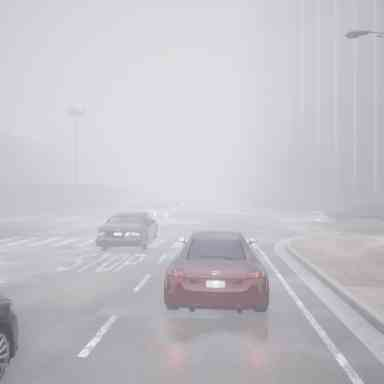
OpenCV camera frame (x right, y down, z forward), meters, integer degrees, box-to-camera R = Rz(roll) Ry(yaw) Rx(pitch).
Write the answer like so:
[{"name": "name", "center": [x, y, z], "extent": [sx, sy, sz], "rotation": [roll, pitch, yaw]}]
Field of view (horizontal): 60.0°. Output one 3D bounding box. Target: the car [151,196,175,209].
[{"name": "car", "center": [-3.855, 1.526, 44.485], "extent": [1.812, 1.442, 4.674], "rotation": [0, 0, 4]}]

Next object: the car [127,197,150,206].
[{"name": "car", "center": [-7.345, 1.526, 44.745], "extent": [1.812, 1.442, 4.674], "rotation": [0, 0, 4]}]

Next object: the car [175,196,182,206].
[{"name": "car", "center": [-3.155, 1.526, 53.693], "extent": [1.812, 1.442, 4.674], "rotation": [0, 0, 4]}]

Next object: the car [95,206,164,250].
[{"name": "car", "center": [-2.614, 1.547, 14.380], "extent": [2.033, 1.411, 5.357], "rotation": [0, 0, 1]}]

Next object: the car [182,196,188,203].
[{"name": "car", "center": [-1.954, 1.492, 68.619], "extent": [2.128, 1.511, 4.902], "rotation": [0, 0, 5]}]

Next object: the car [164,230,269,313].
[{"name": "car", "center": [0.576, 1.564, 7.759], "extent": [1.994, 1.385, 4.181], "rotation": [0, 0, 5]}]

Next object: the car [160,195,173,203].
[{"name": "car", "center": [-5.352, 1.478, 69.962], "extent": [1.882, 1.535, 5.008], "rotation": [0, 0, 4]}]

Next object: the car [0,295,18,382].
[{"name": "car", "center": [-3.172, 1.491, 2.262], "extent": [2.128, 1.511, 4.902], "rotation": [0, 0, 2]}]

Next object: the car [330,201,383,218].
[{"name": "car", "center": [15.512, 1.560, 30.548], "extent": [4.892, 1.490, 1.837], "rotation": [0, 0, 4]}]

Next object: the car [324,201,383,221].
[{"name": "car", "center": [13.732, 1.603, 27.173], "extent": [5.357, 1.411, 2.033], "rotation": [0, 0, 4]}]
